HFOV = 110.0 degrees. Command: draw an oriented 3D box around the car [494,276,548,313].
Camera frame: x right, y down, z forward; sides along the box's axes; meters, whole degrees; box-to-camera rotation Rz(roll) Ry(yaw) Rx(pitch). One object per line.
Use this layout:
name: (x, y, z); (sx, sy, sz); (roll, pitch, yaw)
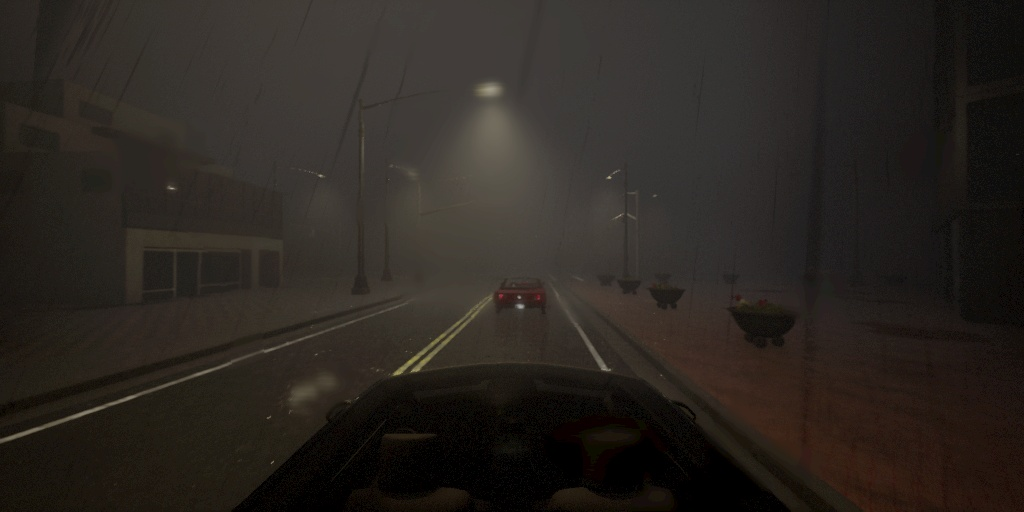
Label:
car: (0.457, 1.475, 14.634); (1.895, 1.301, 4.718); (0, -1, 4)

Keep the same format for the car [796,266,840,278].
car: (41.777, 2.149, 48.999); (5.008, 1.535, 1.882); (1, -1, 4)
